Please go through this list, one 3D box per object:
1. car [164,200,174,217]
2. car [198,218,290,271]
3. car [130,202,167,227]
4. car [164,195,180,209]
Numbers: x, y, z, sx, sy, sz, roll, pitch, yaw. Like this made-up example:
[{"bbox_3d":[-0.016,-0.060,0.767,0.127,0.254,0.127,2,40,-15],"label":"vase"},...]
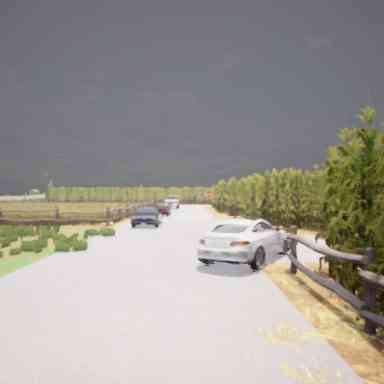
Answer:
[{"bbox_3d":[-3.191,1.808,34.440,1.895,1.301,4.718,0,0,0],"label":"car"},{"bbox_3d":[1.882,1.594,11.251,1.812,1.442,4.674,-1,-1,31],"label":"car"},{"bbox_3d":[-3.163,1.693,24.049,2.033,1.411,5.357,0,0,-1],"label":"car"},{"bbox_3d":[-3.094,1.524,51.372,2.150,2.045,5.566,0,0,0],"label":"car"}]
